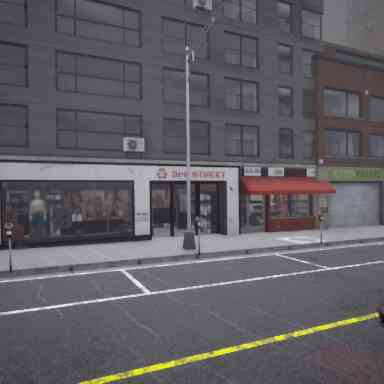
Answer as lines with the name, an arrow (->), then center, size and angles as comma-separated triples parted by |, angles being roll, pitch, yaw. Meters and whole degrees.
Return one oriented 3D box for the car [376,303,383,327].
car -> 5.377, 1.545, 5.260 | 5.357, 1.411, 2.033 | 0, 0, -25
